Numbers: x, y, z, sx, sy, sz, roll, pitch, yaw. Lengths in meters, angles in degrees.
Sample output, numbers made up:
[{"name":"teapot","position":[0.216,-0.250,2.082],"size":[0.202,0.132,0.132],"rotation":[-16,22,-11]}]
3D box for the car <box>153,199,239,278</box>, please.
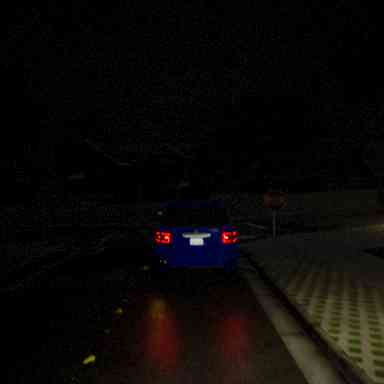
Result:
[{"name":"car","position":[0.073,1.235,10.288],"size":[2.150,2.045,5.566],"rotation":[0,0,-1]}]
